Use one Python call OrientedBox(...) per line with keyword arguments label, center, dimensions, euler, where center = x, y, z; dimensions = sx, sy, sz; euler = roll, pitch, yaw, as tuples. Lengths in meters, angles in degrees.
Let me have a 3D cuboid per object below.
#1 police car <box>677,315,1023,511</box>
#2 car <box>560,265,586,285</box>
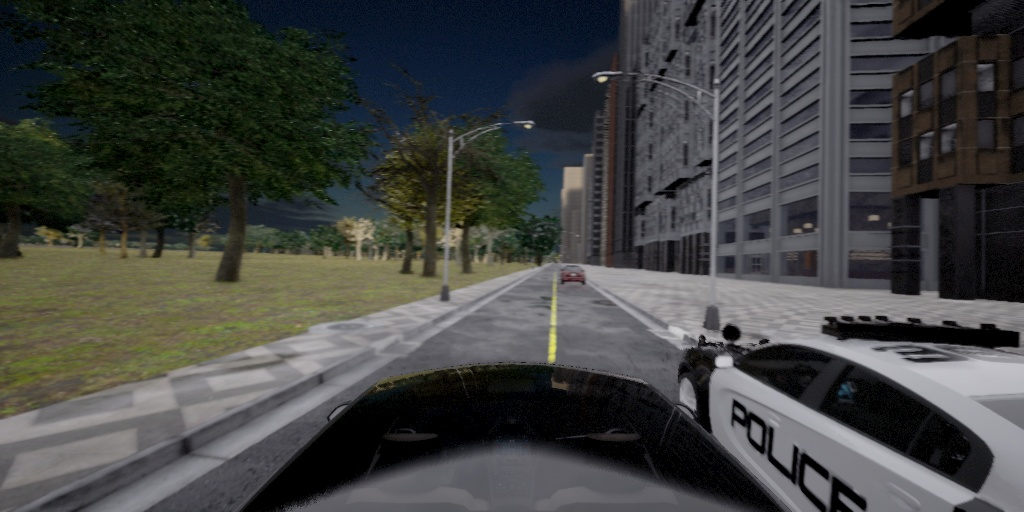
OrientedBox(label="police car", center=(2.838, 1.276, 2.692), dimensions=(1.930, 1.638, 5.238), euler=(2, -1, 7))
OrientedBox(label="car", center=(5.461, 1.612, 32.392), dimensions=(2.097, 1.767, 4.553), euler=(2, -1, 7))
